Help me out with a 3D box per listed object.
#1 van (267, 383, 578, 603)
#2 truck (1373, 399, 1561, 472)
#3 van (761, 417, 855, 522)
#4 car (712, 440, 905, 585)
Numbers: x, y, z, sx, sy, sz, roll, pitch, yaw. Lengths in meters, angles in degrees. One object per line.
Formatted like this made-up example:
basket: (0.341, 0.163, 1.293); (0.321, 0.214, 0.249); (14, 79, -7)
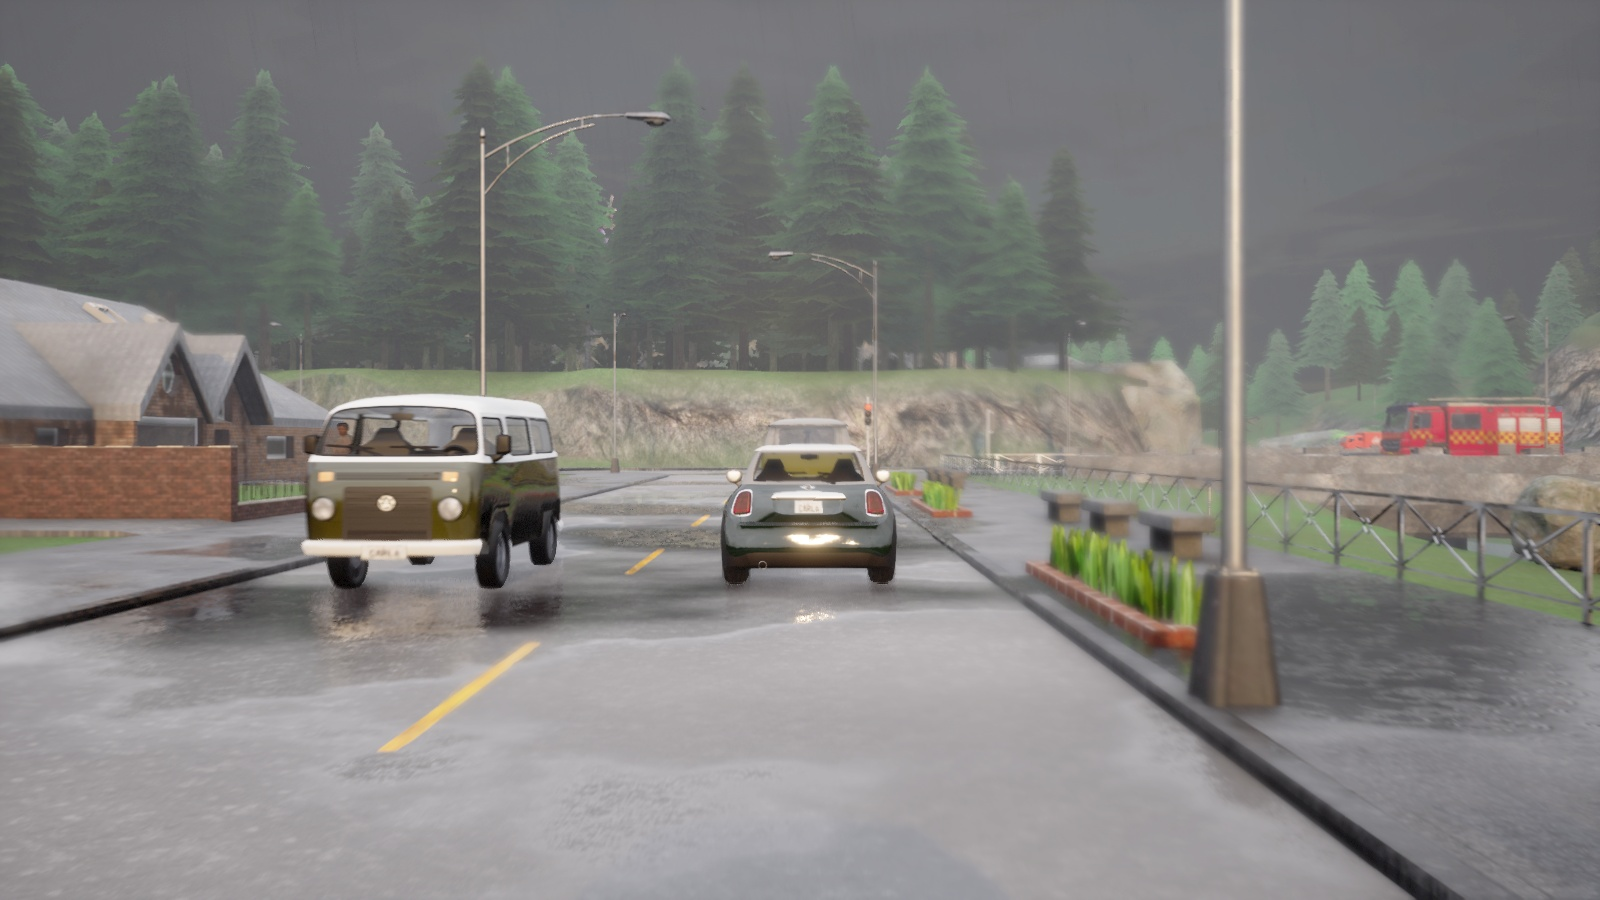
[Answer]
van: (-3.904, 0.388, 13.905); (2.069, 2.038, 4.480); (0, 0, 0)
truck: (35.377, -0.767, 66.837); (8.468, 3.827, 2.891); (0, 0, 0)
van: (0.164, 0.354, 25.809); (1.775, 1.987, 4.442); (0, 0, 0)
car: (0.100, 0.629, 14.734); (1.970, 1.475, 3.806); (0, 0, 0)
